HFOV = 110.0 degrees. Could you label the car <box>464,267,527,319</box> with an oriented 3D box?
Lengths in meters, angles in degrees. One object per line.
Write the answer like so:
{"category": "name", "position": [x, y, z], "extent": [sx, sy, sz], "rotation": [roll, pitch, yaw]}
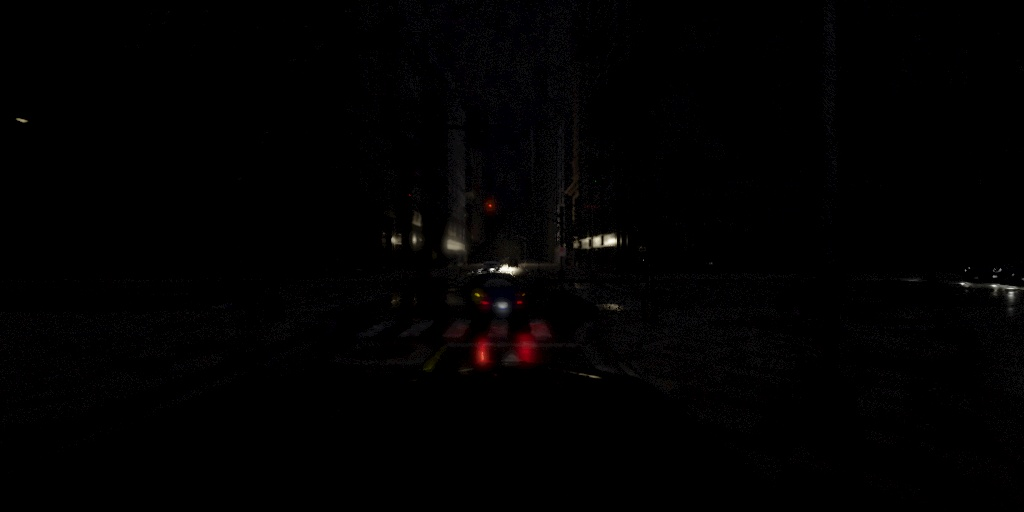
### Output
{"category": "car", "position": [-0.687, 1.315, 13.039], "extent": [1.812, 1.442, 4.674], "rotation": [0, 0, -10]}

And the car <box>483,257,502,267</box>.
{"category": "car", "position": [-2.905, 1.157, 51.289], "extent": [2.150, 2.045, 5.566], "rotation": [0, -1, 0]}

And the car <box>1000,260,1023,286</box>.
{"category": "car", "position": [33.395, 1.122, 21.756], "extent": [4.674, 1.442, 1.812], "rotation": [0, 0, 0]}

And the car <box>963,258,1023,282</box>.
{"category": "car", "position": [34.648, 0.944, 24.994], "extent": [4.553, 1.767, 2.097], "rotation": [0, 0, 0]}
